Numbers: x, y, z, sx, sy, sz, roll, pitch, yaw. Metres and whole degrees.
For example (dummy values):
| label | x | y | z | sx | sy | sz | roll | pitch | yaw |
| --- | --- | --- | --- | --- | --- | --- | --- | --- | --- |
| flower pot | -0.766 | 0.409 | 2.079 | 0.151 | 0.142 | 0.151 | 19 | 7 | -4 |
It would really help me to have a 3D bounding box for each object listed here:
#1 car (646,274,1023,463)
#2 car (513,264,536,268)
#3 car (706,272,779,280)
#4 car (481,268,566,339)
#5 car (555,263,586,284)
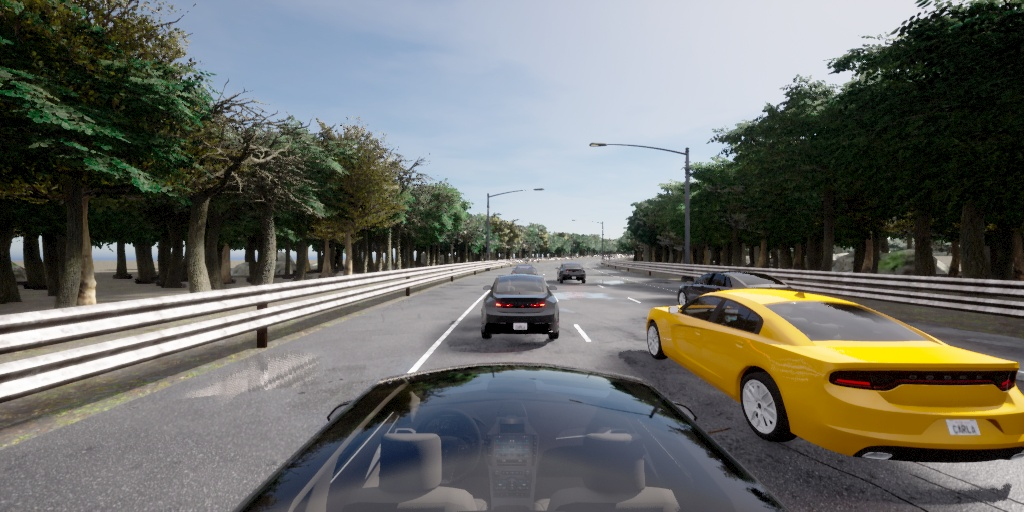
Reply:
| label | x | y | z | sx | sy | sz | roll | pitch | yaw |
| --- | --- | --- | --- | --- | --- | --- | --- | --- | --- |
| car | 3.652 | 1.227 | 5.363 | 1.882 | 1.535 | 5.008 | 0 | 0 | 0 |
| car | 0.961 | 1.317 | 27.489 | 1.994 | 1.385 | 4.181 | 0 | 0 | 3 |
| car | 7.268 | 1.255 | 11.991 | 1.837 | 1.490 | 4.892 | 0 | 0 | 2 |
| car | 0.225 | 1.255 | 10.065 | 1.837 | 1.490 | 4.892 | 0 | 0 | 1 |
| car | 4.459 | 1.257 | 27.356 | 1.837 | 1.490 | 4.892 | 0 | 0 | 3 |
